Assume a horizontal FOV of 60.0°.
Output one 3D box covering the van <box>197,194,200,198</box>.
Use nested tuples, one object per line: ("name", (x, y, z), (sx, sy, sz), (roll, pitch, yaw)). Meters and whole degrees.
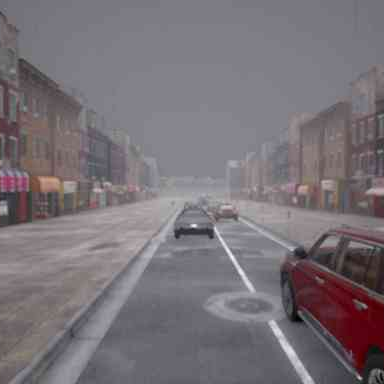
("van", (2.626, 1.328, 76.176), (1.690, 1.788, 3.998), (-1, 0, 0))

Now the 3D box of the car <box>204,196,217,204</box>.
("car", (2.626, 1.515, 37.619), (1.752, 1.417, 4.829), (-1, 0, 0))

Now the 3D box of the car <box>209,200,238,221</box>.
("car", (2.626, 1.574, 26.384), (1.802, 1.307, 4.206), (-1, 0, 0))

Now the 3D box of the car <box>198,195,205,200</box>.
("car", (2.633, 1.554, 92.774), (1.947, 1.339, 4.313), (-1, 0, 0))

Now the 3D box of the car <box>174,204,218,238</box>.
("car", (0.102, 1.559, 17.776), (1.994, 1.385, 4.181), (0, 0, 0))

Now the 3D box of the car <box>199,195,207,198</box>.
("car", (2.629, 1.554, 54.046), (1.947, 1.339, 4.313), (-1, 0, 0))

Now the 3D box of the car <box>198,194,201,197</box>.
("car", (2.630, 1.569, 65.111), (1.802, 1.307, 4.206), (-1, 0, 0))

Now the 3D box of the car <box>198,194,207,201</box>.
("car", (2.629, 1.428, 81.709), (1.967, 1.590, 4.097), (-1, 0, 0))

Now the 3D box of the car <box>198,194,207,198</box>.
("car", (2.629, 1.554, 59.579), (1.947, 1.339, 4.313), (-1, 0, 0))

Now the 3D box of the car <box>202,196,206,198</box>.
("car", (2.627, 1.540, 42.981), (2.008, 1.369, 4.403), (-1, 0, 0))

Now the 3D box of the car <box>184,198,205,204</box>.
("car", (0.105, 1.590, 35.483), (1.895, 1.301, 4.718), (0, 0, 0))

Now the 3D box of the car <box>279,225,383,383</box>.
("car", (2.617, 1.314, 4.254), (2.192, 1.841, 5.009), (-1, 0, 0))
